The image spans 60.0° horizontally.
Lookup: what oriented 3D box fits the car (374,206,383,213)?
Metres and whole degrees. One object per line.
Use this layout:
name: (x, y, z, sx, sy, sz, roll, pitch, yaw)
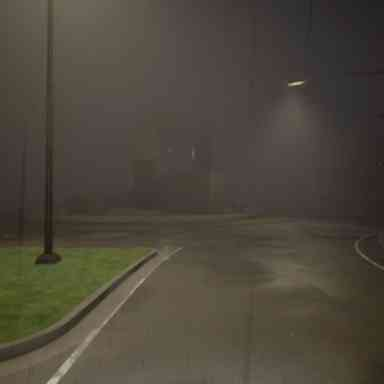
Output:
car: (26.206, 2.079, 42.773, 4.718, 1.301, 1.895, 0, 0, 11)
